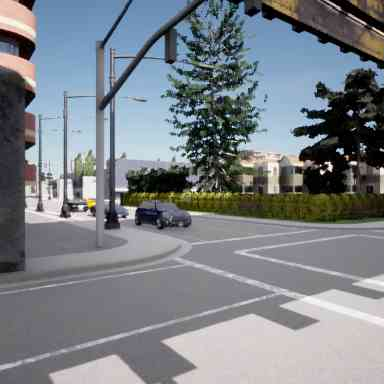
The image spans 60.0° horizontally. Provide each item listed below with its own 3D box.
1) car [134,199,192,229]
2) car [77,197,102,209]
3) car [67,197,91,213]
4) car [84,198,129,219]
[{"bbox_3d":[-1.959,1.352,21.679,2.097,1.767,4.553,0,0,-35],"label":"car"},{"bbox_3d":[-14.061,1.478,45.323,1.882,1.535,5.008,0,0,-34],"label":"car"},{"bbox_3d":[-13.350,1.492,37.892,2.128,1.511,4.902,0,0,-35],"label":"car"},{"bbox_3d":[-7.434,1.547,29.457,2.033,1.411,5.357,0,0,-35],"label":"car"}]
